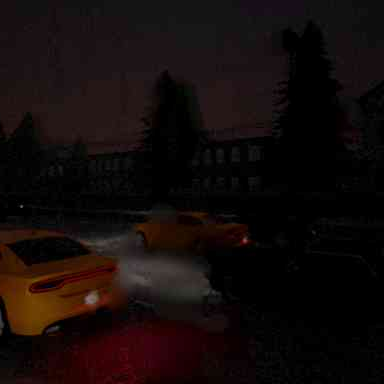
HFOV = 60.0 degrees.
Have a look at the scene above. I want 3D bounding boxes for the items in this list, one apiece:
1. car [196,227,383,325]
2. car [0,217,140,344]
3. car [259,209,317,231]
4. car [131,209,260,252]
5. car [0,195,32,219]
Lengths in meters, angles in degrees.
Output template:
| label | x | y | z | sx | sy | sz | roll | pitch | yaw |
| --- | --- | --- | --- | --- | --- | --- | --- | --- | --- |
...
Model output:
| label | x | y | z | sx | sy | sz | roll | pitch | yaw |
| --- | --- | --- | --- | --- | --- | --- | --- | --- | --- |
| car | 2.608 | 1.603 | 6.430 | 4.718 | 1.301 | 1.895 | 0 | 0 | 35 |
| car | -3.546 | 1.485 | 6.517 | 5.008 | 1.535 | 1.882 | 0 | 0 | 35 |
| car | 2.897 | 1.487 | 14.820 | 5.008 | 1.535 | 1.882 | 0 | 0 | 35 |
| car | -0.206 | 1.488 | 12.734 | 5.008 | 1.535 | 1.882 | 0 | 0 | 35 |
| car | -15.840 | 1.263 | 28.175 | 5.566 | 2.045 | 2.150 | 0 | 0 | 35 |
